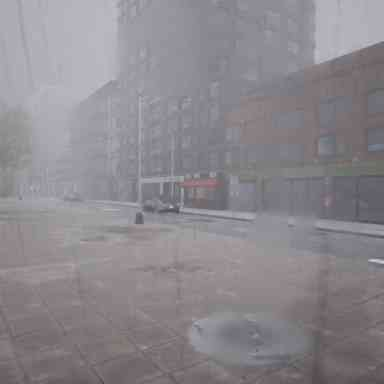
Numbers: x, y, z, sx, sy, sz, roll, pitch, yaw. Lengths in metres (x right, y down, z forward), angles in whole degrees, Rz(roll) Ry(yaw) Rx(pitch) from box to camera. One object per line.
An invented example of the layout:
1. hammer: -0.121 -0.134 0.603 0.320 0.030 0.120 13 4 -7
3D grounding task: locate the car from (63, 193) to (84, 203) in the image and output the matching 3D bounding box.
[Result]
1. car: -17.785 0.828 49.674 2.033 1.411 5.357 1 0 -35

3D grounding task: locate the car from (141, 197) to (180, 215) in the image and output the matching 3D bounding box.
1. car: -2.821 1.148 28.515 1.994 1.385 4.181 1 1 -35
